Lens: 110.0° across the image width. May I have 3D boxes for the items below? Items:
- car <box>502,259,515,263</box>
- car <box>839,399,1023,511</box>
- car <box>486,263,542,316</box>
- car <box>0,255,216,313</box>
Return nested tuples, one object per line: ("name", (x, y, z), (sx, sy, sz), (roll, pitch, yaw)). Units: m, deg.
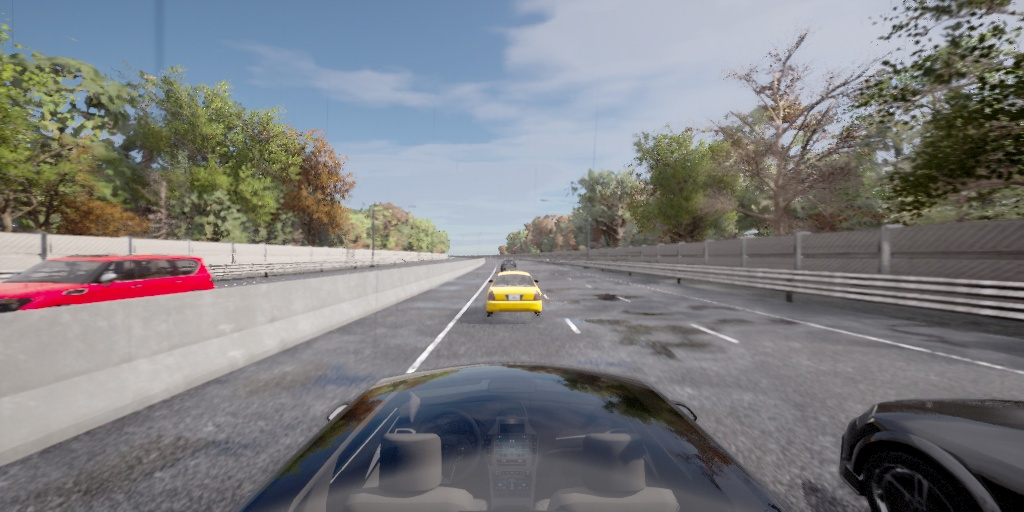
("car", (-0.428, 1.195, 44.235), (2.033, 1.649, 4.856), (0, 0, -1))
("car", (3.592, 1.313, 1.086), (1.994, 1.385, 4.181), (0, 0, 0))
("car", (0.051, 1.211, 13.237), (1.801, 1.575, 5.366), (0, 0, 0))
("car", (-10.624, 0.976, 9.279), (2.150, 2.045, 5.566), (0, 0, 0))
